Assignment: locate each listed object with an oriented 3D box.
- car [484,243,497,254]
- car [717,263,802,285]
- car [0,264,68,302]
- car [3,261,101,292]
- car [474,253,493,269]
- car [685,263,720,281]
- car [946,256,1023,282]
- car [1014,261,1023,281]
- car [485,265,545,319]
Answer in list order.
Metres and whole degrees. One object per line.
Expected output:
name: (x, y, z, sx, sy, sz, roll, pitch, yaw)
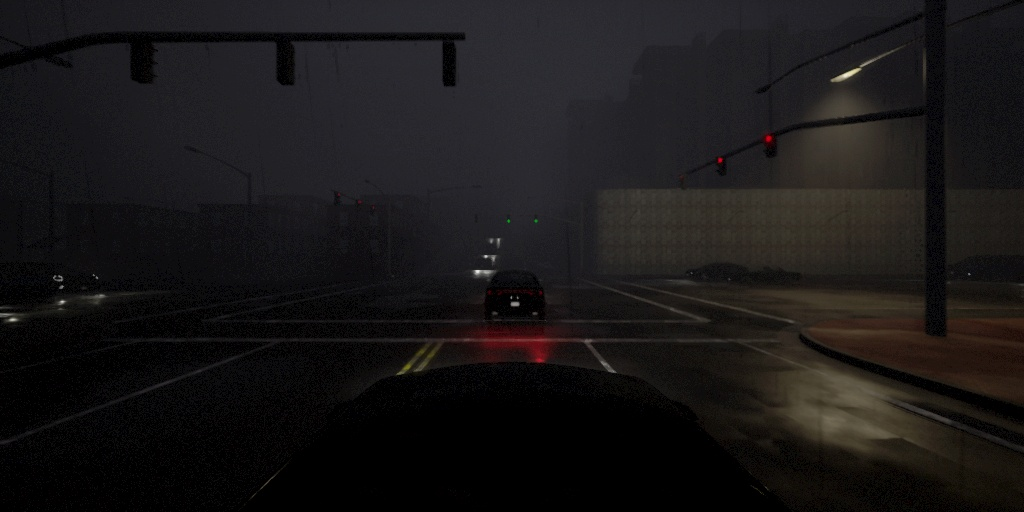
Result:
car: (-3.553, -1.337, 59.616, 2.033, 1.411, 5.357, 0, 12, 1)
car: (18.036, 1.381, 26.087, 4.718, 1.301, 1.895, 0, 0, 1)
car: (-22.983, 1.246, 15.507, 5.008, 1.535, 1.882, 0, 0, 0)
car: (-24.910, 1.125, 19.014, 4.553, 1.767, 2.097, 0, 0, 0)
car: (-3.587, 0.855, 45.087, 1.994, 1.385, 4.181, 0, 5, 0)
car: (16.910, 1.289, 29.586, 4.892, 1.490, 1.837, 0, 0, 0)
car: (38.993, 1.004, 29.498, 5.566, 2.045, 2.150, 0, 0, 0)
car: (40.150, 1.304, 25.984, 4.674, 1.442, 1.812, 0, 0, 0)
car: (0.095, 1.242, 12.899, 1.882, 1.535, 5.008, 0, 0, 0)
